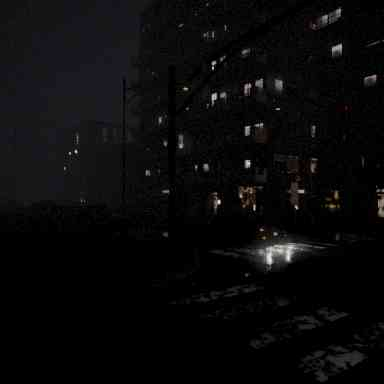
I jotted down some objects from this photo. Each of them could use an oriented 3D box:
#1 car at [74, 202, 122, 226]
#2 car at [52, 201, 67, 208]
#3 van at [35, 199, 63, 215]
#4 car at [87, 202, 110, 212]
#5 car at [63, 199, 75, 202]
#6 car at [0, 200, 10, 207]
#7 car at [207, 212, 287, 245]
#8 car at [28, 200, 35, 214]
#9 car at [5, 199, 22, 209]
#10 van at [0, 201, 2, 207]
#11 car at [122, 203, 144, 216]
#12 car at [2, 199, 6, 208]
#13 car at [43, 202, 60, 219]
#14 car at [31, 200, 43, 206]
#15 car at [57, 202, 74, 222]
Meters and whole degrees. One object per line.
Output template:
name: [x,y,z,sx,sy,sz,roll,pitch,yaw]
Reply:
car: [-7.530,1.776,26.330,1.967,1.590,4.097,-1,0,-35]
car: [-26.547,2.462,66.606,1.887,1.381,4.507,-1,0,-35]
van: [-17.149,1.900,39.830,1.690,1.788,3.998,-1,0,-35]
car: [-13.731,2.191,48.619,1.947,1.339,4.313,-1,0,-35]
car: [-23.347,2.160,62.109,2.192,1.841,5.009,-1,0,-35]
car: [-42.693,2.666,75.688,1.752,1.417,4.829,-1,0,-35]
car: [2.595,1.716,16.559,1.994,1.385,4.181,0,-1,-35]
car: [-20.353,2.073,44.329,1.967,1.590,4.097,-1,0,-35]
car: [-33.176,2.365,62.328,1.967,1.590,4.097,-1,0,-35]
van: [-39.589,2.411,71.328,1.690,1.788,3.998,-1,0,-35]
car: [-7.423,2.006,39.764,1.752,1.417,4.829,-1,0,-35]
car: [-36.380,2.542,66.828,1.887,1.381,4.507,-1,0,-35]
car: [-13.939,2.036,35.329,2.008,1.369,4.403,-1,0,-35]
car: [-39.361,2.773,84.593,1.947,1.339,4.313,-1,0,-35]
car: [-10.636,1.934,30.691,1.752,1.417,4.829,-1,0,-35]
